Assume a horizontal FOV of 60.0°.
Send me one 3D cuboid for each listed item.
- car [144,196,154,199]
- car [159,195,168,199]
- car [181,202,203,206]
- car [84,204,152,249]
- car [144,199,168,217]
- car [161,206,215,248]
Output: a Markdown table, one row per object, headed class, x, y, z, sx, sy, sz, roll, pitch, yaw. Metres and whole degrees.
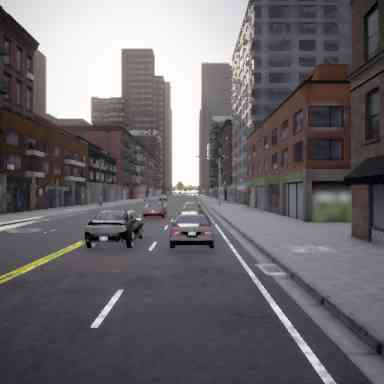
| class | x | y | z | sx | sy | sz | roll | pitch | yaw |
| --- | --- | --- | --- | --- | --- | --- | --- | --- | --- |
| car | -9.750 | 1.561 | 75.881 | 1.895 | 1.301 | 4.718 | 0 | 0 | 0 |
| car | -6.500 | 1.444 | 75.911 | 1.882 | 1.535 | 5.008 | 0 | 0 | 0 |
| car | 0.000 | 1.580 | 29.650 | 1.994 | 1.385 | 4.181 | 0 | 0 | 0 |
| car | -3.249 | 1.498 | 14.650 | 2.128 | 1.511 | 4.902 | 0 | 0 | 0 |
| car | -3.250 | 1.580 | 29.650 | 1.994 | 1.385 | 4.181 | 0 | 0 | 0 |
| car | 0.000 | 1.566 | 14.650 | 2.033 | 1.411 | 5.357 | 0 | 0 | 0 |
